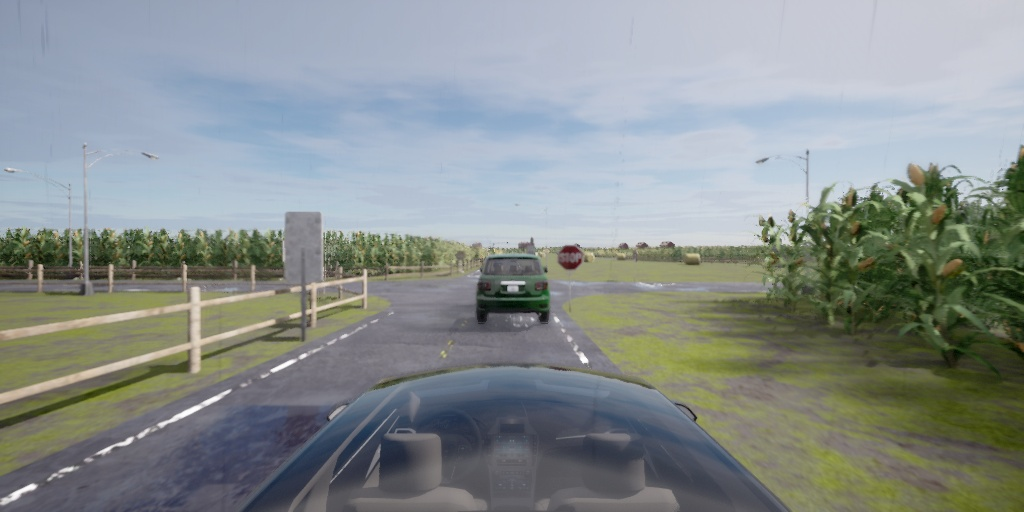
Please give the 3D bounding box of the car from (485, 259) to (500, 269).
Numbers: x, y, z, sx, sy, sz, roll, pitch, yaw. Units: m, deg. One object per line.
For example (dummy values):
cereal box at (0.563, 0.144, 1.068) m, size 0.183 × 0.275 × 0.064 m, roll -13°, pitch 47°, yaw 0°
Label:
car at (-2.844, 1.145, 52.361) m, size 1.895 × 1.301 × 4.718 m, roll 0°, pitch 0°, yaw 0°

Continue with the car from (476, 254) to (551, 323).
car at (0.050, 0.940, 12.195) m, size 2.150 × 2.045 × 5.566 m, roll 0°, pitch 0°, yaw 1°
